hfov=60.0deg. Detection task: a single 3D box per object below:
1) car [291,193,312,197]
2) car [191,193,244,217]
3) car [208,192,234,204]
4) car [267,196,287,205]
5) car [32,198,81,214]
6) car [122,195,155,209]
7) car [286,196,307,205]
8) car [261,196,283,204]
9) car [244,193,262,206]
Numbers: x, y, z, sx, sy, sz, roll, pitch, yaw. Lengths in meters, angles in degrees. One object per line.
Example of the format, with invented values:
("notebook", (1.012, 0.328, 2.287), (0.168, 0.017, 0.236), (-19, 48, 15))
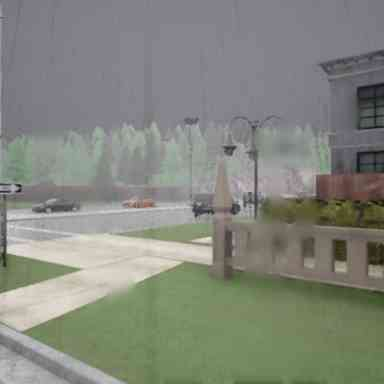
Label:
("car", (16.672, 1.166, 49.627), (2.150, 2.045, 5.566), (0, 0, 36))
("car", (2.173, 1.167, 29.649), (2.150, 2.045, 5.566), (0, 0, 36))
("car", (5.225, 1.107, 59.480), (2.150, 2.045, 5.566), (0, 0, 36))
("car", (15.353, 1.423, 59.795), (1.837, 1.490, 4.892), (0, 0, 36))
("car", (-13.654, 1.399, 33.712), (1.837, 1.490, 4.892), (0, 0, 36))
("car", (-6.874, 1.247, 43.018), (2.097, 1.767, 4.553), (0, 0, 36))
("car", (18.182, 1.408, 57.735), (1.882, 1.535, 5.008), (0, 0, 36))
("car", (12.702, 1.532, 50.165), (1.895, 1.301, 4.718), (0, 0, 37))
("car", (9.923, 1.141, 52.321), (2.150, 2.045, 5.566), (0, 0, 36))
